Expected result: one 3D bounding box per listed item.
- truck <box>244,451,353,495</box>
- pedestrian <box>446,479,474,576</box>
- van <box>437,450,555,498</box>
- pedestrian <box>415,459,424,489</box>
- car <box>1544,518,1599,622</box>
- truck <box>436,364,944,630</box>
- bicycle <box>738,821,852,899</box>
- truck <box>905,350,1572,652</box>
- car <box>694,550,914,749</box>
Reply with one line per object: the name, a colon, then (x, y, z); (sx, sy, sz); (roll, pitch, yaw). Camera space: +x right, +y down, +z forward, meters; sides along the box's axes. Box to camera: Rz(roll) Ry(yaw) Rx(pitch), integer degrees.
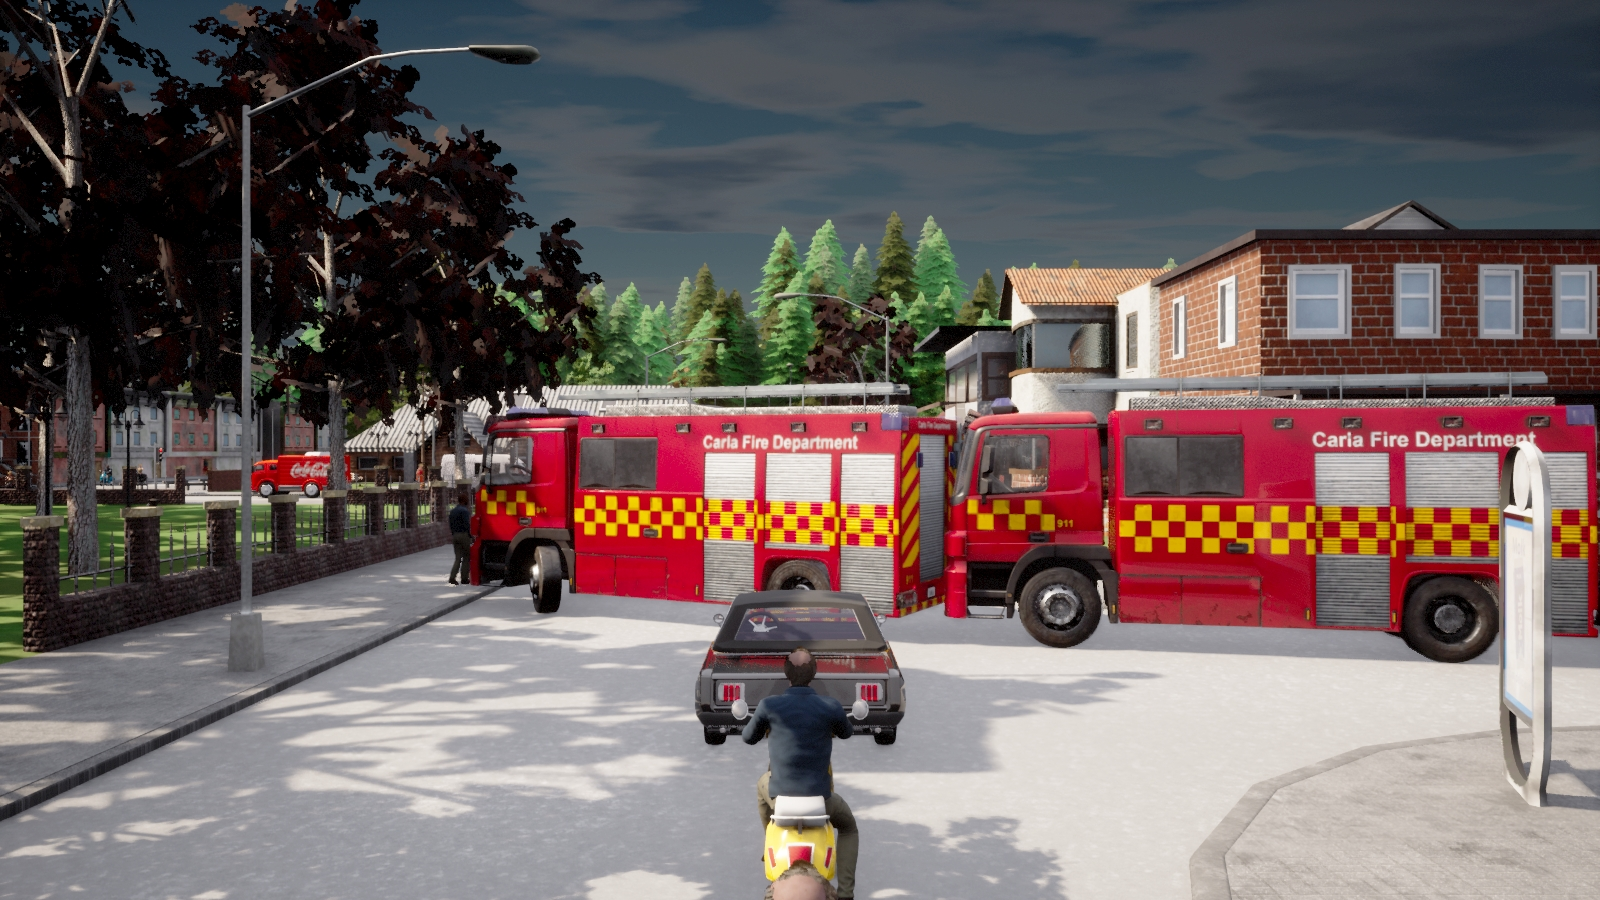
truck: (-29.165, 1.318, 66.623); (5.204, 2.467, 2.627); (0, 0, 0)
pedestrian: (-6.695, 1.515, 22.516); (0.375, 1.860, 0.375); (0, 0, 39)
van: (-16.613, 1.289, 62.612); (5.915, 2.561, 1.988); (0, 0, 0)
pedestrian: (-23.463, 1.496, 70.399); (0.375, 1.860, 0.375); (0, 0, 14)
car: (14.366, 1.835, 17.290); (4.792, 1.488, 2.163); (0, 0, 0)
truck: (-2.040, 0.664, 19.657); (8.468, 3.827, 2.891); (0, 0, 27)
bicycle: (-0.015, 1.938, 3.086); (0.329, 1.271, 1.835); (0, 0, 0)
truck: (5.971, 0.661, 16.839); (8.468, 3.827, 2.891); (0, 0, 13)
car: (0.033, 1.930, 12.217); (1.895, 1.301, 4.718); (0, 0, 0)
